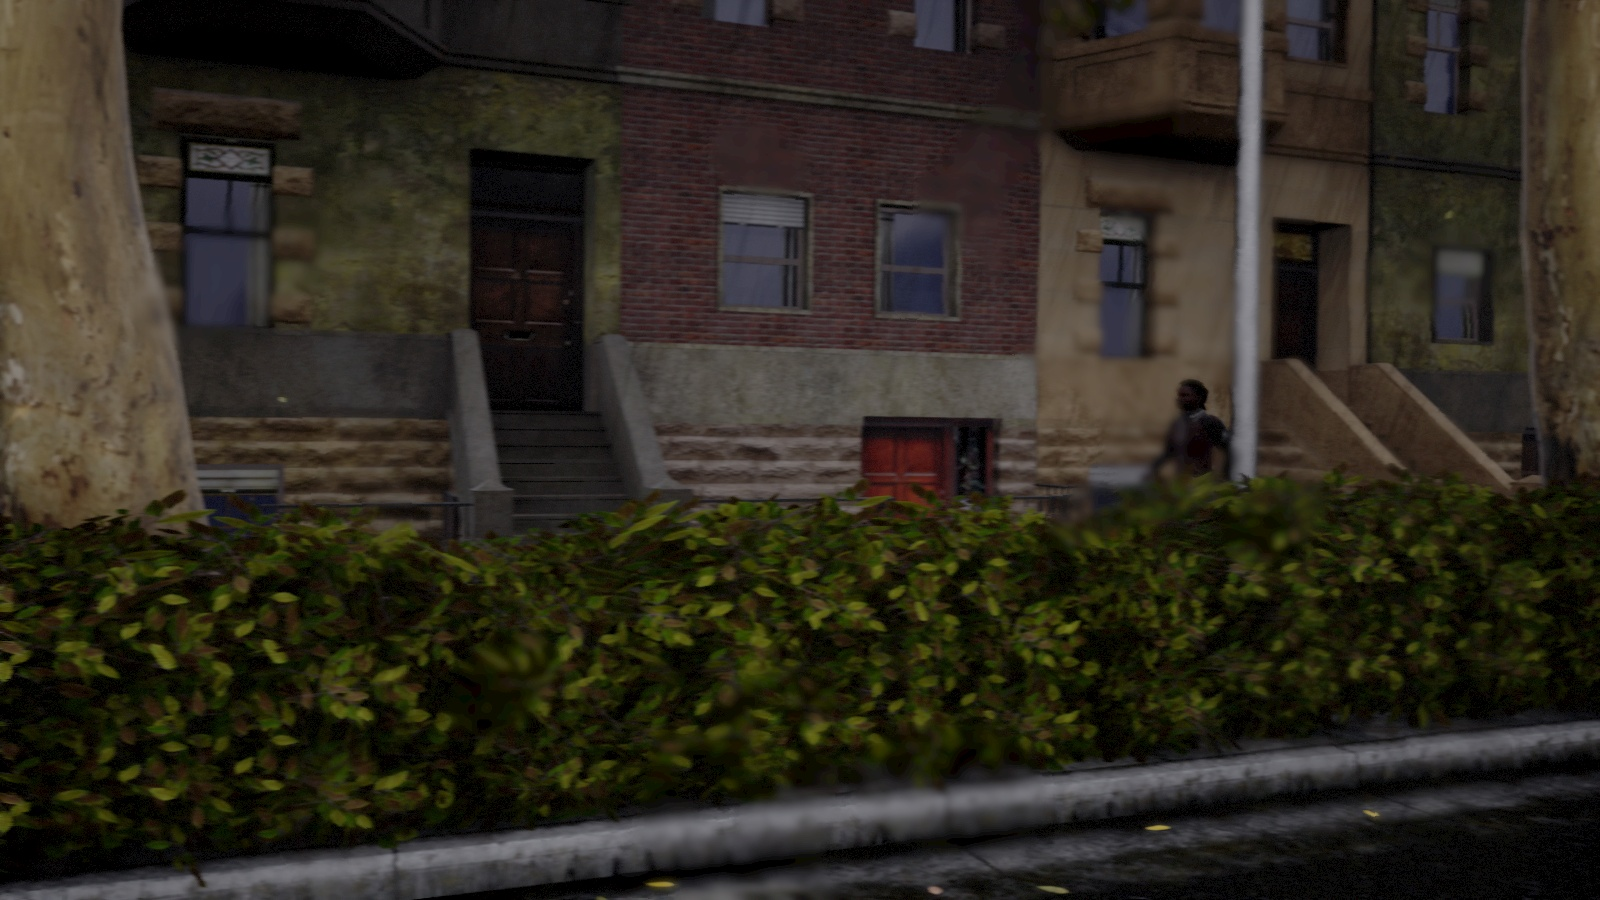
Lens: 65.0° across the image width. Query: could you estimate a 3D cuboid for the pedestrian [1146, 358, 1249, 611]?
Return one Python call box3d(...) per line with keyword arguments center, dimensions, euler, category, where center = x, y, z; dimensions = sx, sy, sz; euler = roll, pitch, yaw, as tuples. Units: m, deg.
box3d(center=(3.129, 0.260, 9.893), dimensions=(0.666, 1.930, 0.402), euler=(-1, 1, -23), category="pedestrian")
